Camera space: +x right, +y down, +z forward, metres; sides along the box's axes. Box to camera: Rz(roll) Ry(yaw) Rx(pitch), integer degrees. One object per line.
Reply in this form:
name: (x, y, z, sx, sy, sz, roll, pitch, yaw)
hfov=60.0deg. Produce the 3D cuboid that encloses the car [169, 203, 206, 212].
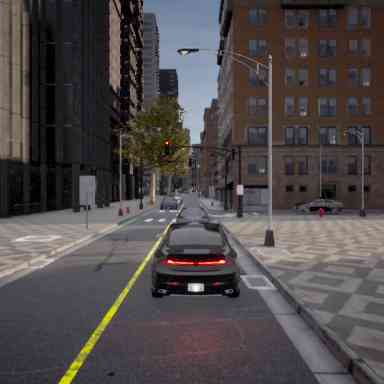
car: (0.057, 1.546, 18.263, 2.033, 1.411, 5.357, 0, 0, 0)

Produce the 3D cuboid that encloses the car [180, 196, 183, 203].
car: (-3.093, 1.222, 58.916, 2.150, 2.045, 5.566, 0, 0, 0)

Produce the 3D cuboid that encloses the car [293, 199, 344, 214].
car: (12.983, 1.468, 34.239, 4.902, 1.511, 2.128, 0, 0, 0)

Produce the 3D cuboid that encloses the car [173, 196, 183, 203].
car: (-3.009, 1.594, 71.585, 1.895, 1.301, 4.718, 0, 0, 0)

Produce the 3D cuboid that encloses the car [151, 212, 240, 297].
car: (0.082, 1.504, 8.527, 1.837, 1.490, 4.892, 0, 0, 0)

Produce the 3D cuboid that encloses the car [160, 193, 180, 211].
car: (-2.872, 1.350, 41.336, 2.097, 1.767, 4.553, 0, 0, -3)
